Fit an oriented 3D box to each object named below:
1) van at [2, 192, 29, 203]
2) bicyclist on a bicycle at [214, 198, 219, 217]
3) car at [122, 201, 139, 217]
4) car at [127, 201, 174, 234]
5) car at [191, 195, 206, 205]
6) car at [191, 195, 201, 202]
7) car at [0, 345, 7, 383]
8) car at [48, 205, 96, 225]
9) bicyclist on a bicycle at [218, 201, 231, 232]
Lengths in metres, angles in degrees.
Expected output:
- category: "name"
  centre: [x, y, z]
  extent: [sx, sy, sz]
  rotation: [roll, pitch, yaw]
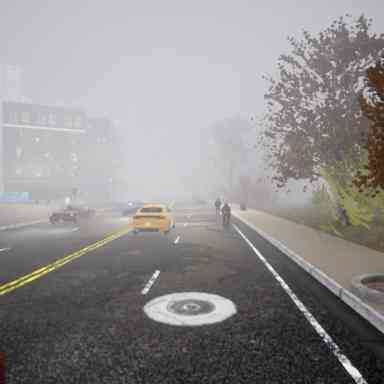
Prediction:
- category: "van"
  centre: [-29.558, 0.880, 55.958]
  extent: [3.998, 1.788, 1.690]
  rotation: [1, -1, -30]
- category: "bicyclist on a bicycle"
  centre: [2.213, 1.360, 28.713]
  extent: [0.659, 1.776, 1.843]
  rotation: [0, 0, 1]
- category: "car"
  centre: [-5.220, 1.538, 31.458]
  extent: [2.033, 1.411, 5.357]
  rotation: [0, 0, 1]
- category: "car"
  centre: [-2.104, 1.472, 19.116]
  extent: [1.882, 1.535, 5.008]
  rotation: [0, 0, 2]
- category: "car"
  centre: [1.403, 1.514, 58.871]
  extent: [2.033, 1.411, 5.357]
  rotation: [0, 0, -1]
- category: "car"
  centre: [0.833, 1.430, 73.820]
  extent: [1.882, 1.535, 5.008]
  rotation: [0, 0, -3]
- category: "car"
  centre: [-2.944, 1.525, 1.549]
  extent: [1.812, 1.442, 4.674]
  rotation: [0, 0, 4]
- category: "car"
  centre: [-8.634, 1.596, 24.262]
  extent: [1.895, 1.301, 4.718]
  rotation: [0, 0, 2]
- category: "bicyclist on a bicycle"
  centre: [1.934, 1.447, 18.794]
  extent: [0.582, 1.620, 1.656]
  rotation: [0, 0, 2]
